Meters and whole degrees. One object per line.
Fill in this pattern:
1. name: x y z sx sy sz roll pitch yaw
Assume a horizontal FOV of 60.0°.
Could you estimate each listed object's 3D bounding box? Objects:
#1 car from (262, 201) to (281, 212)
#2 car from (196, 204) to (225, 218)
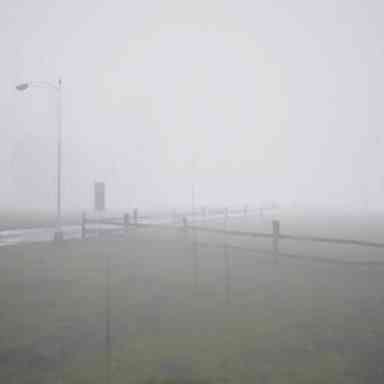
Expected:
1. car: 12.085 2.145 51.290 2.128 1.511 4.902 -1 -1 35
2. car: 2.338 2.080 37.711 1.812 1.442 4.674 -1 -1 35
